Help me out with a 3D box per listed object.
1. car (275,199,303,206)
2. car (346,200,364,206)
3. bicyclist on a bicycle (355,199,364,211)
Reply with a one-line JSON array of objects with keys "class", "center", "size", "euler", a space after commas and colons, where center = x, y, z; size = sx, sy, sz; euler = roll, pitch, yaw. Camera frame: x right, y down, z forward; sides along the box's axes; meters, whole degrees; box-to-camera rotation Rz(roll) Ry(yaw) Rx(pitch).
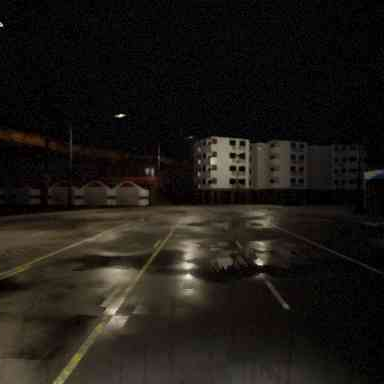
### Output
[{"class": "car", "center": [18.716, 2.015, 64.104], "size": [5.357, 1.411, 2.033], "euler": [0, 0, -23]}, {"class": "car", "center": [34.102, 2.193, 68.228], "size": [4.718, 1.301, 1.895], "euler": [0, 0, -7]}, {"class": "bicyclist on a bicycle", "center": [22.105, 1.684, 43.379], "size": [0.582, 1.620, 1.656], "euler": [1, -1, -33]}]
